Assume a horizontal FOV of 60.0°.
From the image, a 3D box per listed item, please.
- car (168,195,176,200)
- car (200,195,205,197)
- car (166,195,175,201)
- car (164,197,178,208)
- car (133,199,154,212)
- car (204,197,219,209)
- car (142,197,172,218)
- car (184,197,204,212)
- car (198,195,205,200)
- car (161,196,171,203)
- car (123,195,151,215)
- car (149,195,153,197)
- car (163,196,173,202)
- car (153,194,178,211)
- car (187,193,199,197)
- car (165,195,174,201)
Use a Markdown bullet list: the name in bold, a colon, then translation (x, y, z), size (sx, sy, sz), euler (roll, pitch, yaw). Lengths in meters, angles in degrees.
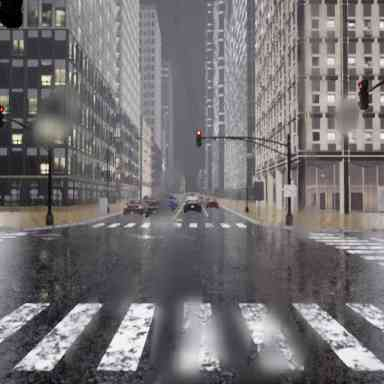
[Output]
- **car**: translation (-5.695, 1.589, 94.998), size (1.947, 1.339, 4.313), euler (1, 0, 0)
- **car**: translation (2.694, 1.538, 56.211), size (1.752, 1.417, 4.829), euler (1, 0, 0)
- **car**: translation (-5.693, 1.572, 89.423), size (2.008, 1.369, 4.403), euler (1, 0, 0)
- **car**: translation (-3.098, 1.516, 50.789), size (1.837, 1.490, 4.892), euler (0, 0, 0)
- **car**: translation (-5.685, 1.590, 39.247), size (1.802, 1.307, 4.206), euler (1, 0, 0)
- **car**: translation (2.694, 1.592, 44.885), size (1.802, 1.307, 4.206), euler (1, 0, 0)
- **car**: translation (-3.106, 1.511, 30.354), size (1.837, 1.490, 4.892), euler (0, 0, 0)
- **car**: translation (0.080, 1.572, 38.716), size (1.994, 1.385, 4.181), euler (0, 0, 0)
- **car**: translation (2.686, 1.568, 95.081), size (1.887, 1.381, 4.507), euler (1, 0, 0)
- **car**: translation (-5.690, 1.561, 72.697), size (1.887, 1.381, 4.507), euler (1, 0, 0)
- **car**: translation (-5.681, 1.447, 33.671), size (1.967, 1.590, 4.097), euler (1, 0, 0)
- **car**: translation (-5.680, 1.325, 44.822), size (2.192, 1.841, 5.009), euler (1, 0, 0)
- **car**: translation (-5.691, 1.568, 78.273), size (2.008, 1.369, 4.403), euler (1, 0, 0)
- **car**: translation (-3.103, 1.230, 40.381), size (2.150, 2.045, 5.566), euler (0, 0, 0)
- **car**: translation (0.074, 1.238, 70.479), size (2.150, 2.045, 5.566), euler (0, 0, 0)
- **car**: translation (-5.692, 1.564, 83.848), size (1.887, 1.381, 4.507), euler (1, 0, 0)
